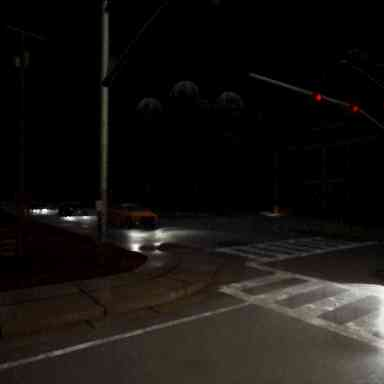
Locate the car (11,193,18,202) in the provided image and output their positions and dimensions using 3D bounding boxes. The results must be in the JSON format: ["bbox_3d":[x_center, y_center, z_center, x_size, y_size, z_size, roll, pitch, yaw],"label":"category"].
[{"bbox_3d":[-41.361,1.219,79.013,2.150,2.045,5.566,1,0,-37],"label":"car"}]

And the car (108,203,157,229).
[{"bbox_3d":[-4.203,1.552,22.866,1.882,1.535,5.008,1,-1,-36],"label":"car"}]

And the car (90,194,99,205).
[{"bbox_3d":[-14.674,1.300,50.020,3.866,1.878,1.905,-1,5,11],"label":"car"}]

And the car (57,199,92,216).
[{"bbox_3d":[-12.047,1.602,33.449,1.812,1.442,4.674,1,0,-36],"label":"car"}]

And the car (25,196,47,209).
[{"bbox_3d":[-21.804,1.582,46.761,2.128,1.511,4.902,0,-1,-37],"label":"car"}]

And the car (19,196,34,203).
[{"bbox_3d":[-35.161,1.582,70.648,1.882,1.535,5.008,1,0,-37],"label":"car"}]
